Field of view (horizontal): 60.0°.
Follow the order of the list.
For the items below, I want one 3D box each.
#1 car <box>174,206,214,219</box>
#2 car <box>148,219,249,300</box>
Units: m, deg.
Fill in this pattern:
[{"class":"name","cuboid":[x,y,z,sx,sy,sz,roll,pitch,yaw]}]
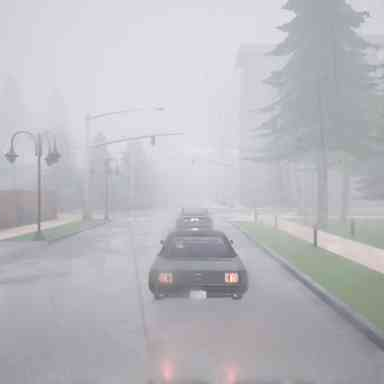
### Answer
[{"class":"car","cuboid":[0.130,1.505,17.603,1.837,1.490,4.892,0,0,0]},{"class":"car","cuboid":[0.118,1.601,8.341,1.895,1.301,4.718,0,0,0]}]
